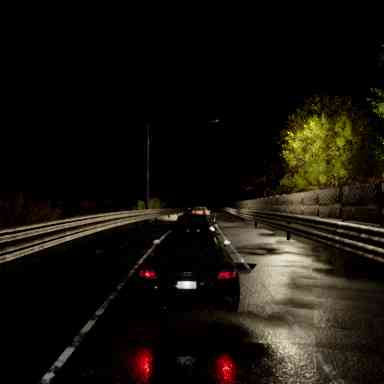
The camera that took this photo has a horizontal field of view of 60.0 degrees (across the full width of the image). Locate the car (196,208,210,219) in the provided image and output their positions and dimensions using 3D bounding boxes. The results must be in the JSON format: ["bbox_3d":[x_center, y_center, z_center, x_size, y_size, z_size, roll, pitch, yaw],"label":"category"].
[{"bbox_3d":[1.642,3.013,47.648,1.882,1.535,5.008,0,-2,4],"label":"car"}]

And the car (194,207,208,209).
[{"bbox_3d":[0.281,2.033,24.291,2.128,1.511,4.902,0,-2,2],"label":"car"}]

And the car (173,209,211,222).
[{"bbox_3d":[0.060,1.699,14.453,1.837,1.490,4.892,0,-1,1],"label":"car"}]

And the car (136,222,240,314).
[{"bbox_3d":[-0.013,1.620,7.810,1.994,1.385,4.181,0,-1,2],"label":"car"}]
